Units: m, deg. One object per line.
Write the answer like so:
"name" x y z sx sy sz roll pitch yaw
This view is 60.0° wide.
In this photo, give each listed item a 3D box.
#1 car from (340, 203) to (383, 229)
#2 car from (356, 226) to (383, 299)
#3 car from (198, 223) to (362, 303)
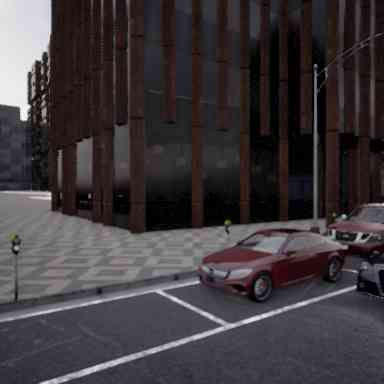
"car" 6.539 1.306 11.300 5.009 1.841 2.192 0 0 -35
"car" 5.443 1.557 7.251 4.181 1.385 1.994 0 0 -35
"car" 2.094 1.577 8.135 4.206 1.307 1.802 0 0 -35
